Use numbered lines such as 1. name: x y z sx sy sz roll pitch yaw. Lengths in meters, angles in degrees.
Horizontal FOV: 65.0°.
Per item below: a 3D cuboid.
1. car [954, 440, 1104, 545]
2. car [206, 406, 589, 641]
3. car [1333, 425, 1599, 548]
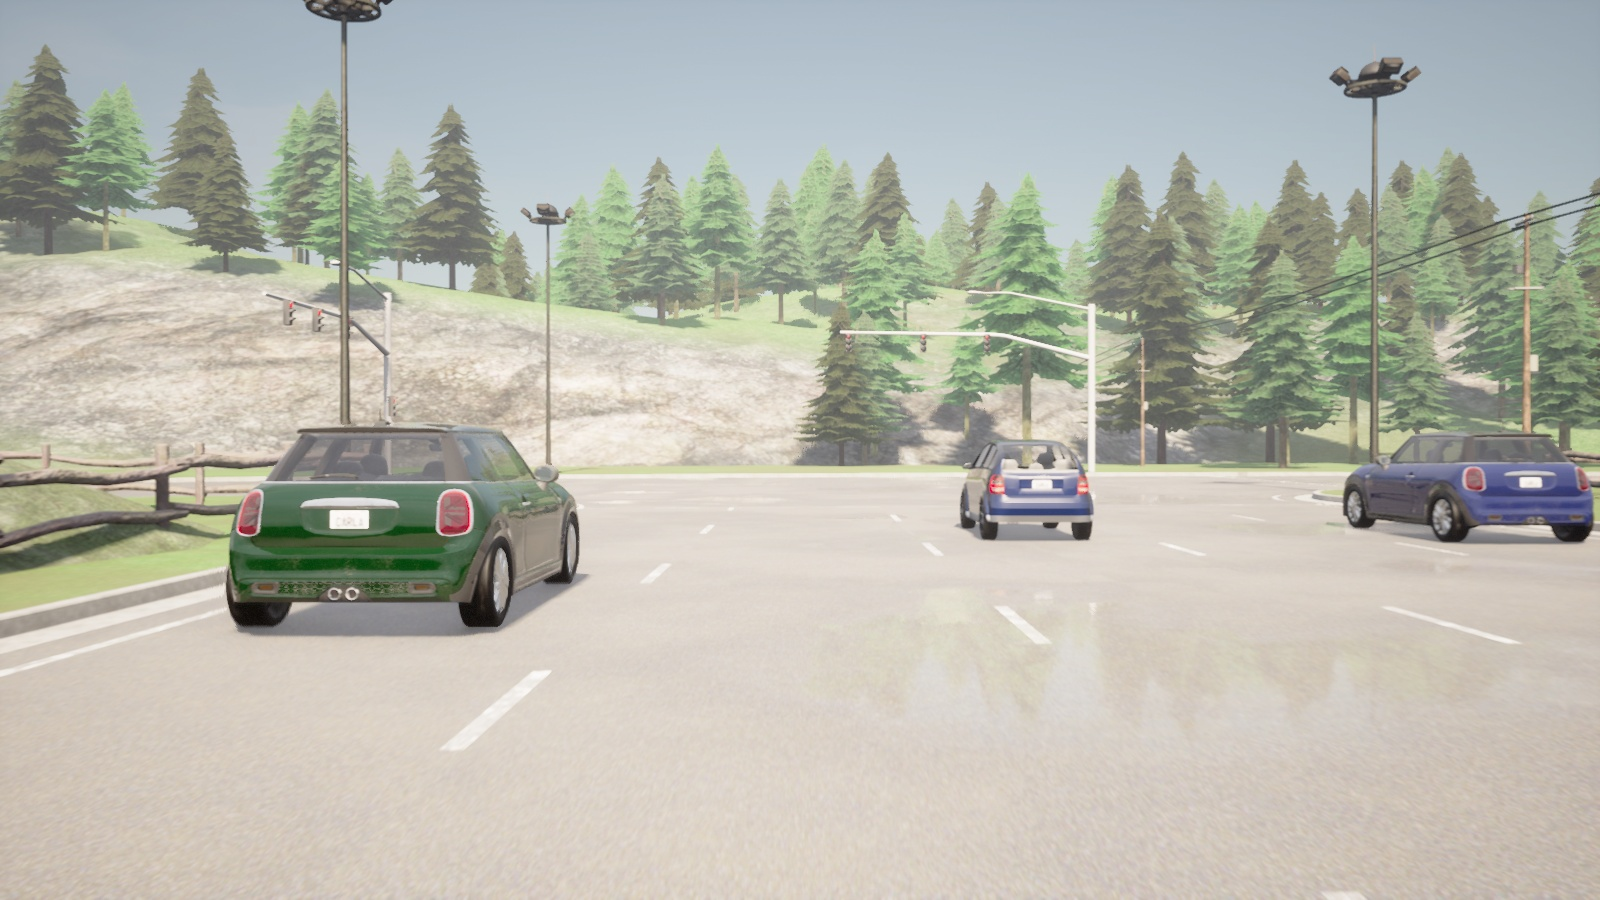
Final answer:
1. car: 3.631 0.621 20.523 1.789 1.549 3.705 0 0 0
2. car: -3.418 0.541 11.737 2.097 1.767 4.553 0 0 0
3. car: 10.631 0.508 20.325 2.097 1.767 4.553 0 0 0
